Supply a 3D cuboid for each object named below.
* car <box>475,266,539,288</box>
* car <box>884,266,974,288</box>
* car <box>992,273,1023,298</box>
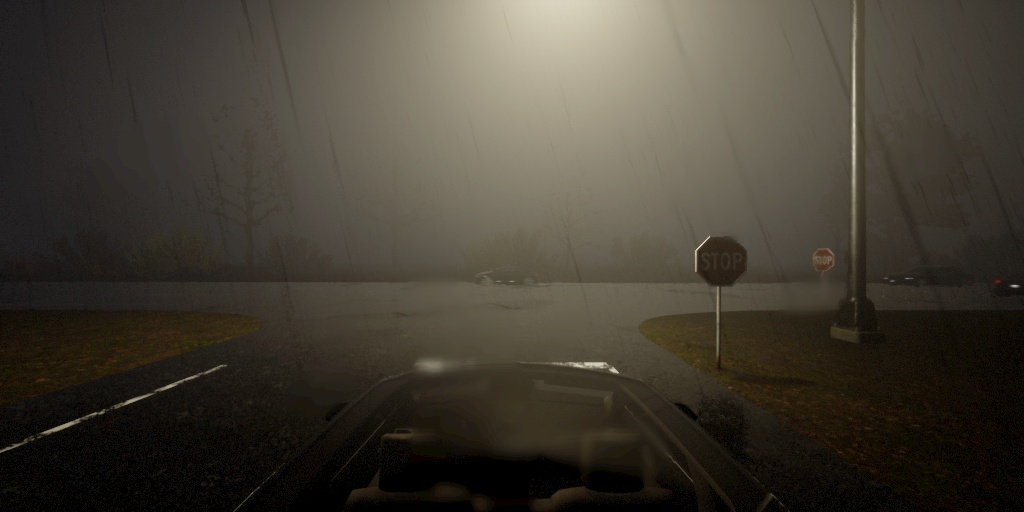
[{"bbox_3d":[-0.350,1.329,23.530,4.181,1.385,1.994,0,0,-1],"label":"car"},{"bbox_3d":[28.092,1.423,24.259,4.892,1.490,1.837,0,0,-2],"label":"car"},{"bbox_3d":[26.022,1.417,17.190,4.181,1.385,1.994,0,0,-2],"label":"car"}]
